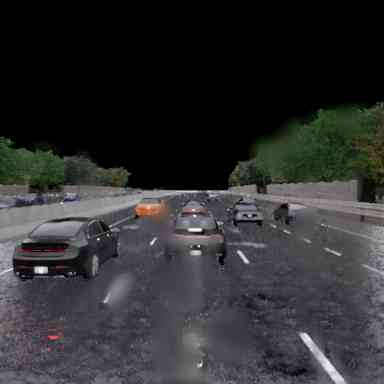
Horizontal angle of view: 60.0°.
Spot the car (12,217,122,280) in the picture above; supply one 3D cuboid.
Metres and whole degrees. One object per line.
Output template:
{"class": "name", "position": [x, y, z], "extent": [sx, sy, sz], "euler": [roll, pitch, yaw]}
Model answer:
{"class": "car", "position": [-3.392, 1.497, 9.896], "extent": [1.837, 1.490, 4.892], "euler": [0, 0, 0]}

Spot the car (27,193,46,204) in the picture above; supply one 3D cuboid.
{"class": "car", "position": [-24.512, 0.993, 51.441], "extent": [2.097, 1.767, 4.553], "euler": [0, 1, 0]}

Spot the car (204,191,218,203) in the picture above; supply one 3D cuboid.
{"class": "car", "position": [3.548, 1.083, 58.640], "extent": [1.812, 1.442, 4.674], "euler": [0, 1, 0]}

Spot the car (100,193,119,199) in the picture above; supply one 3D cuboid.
{"class": "car", "position": [-14.011, 1.082, 55.786], "extent": [2.128, 1.511, 4.902], "euler": [0, 1, 1]}

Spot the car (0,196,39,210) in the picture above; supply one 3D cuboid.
{"class": "car", "position": [-17.573, 1.389, 32.625], "extent": [2.033, 1.411, 5.357], "euler": [0, 1, 0]}

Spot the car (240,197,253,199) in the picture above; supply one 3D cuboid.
{"class": "car", "position": [7.129, 1.305, 43.171], "extent": [1.994, 1.385, 4.181], "euler": [0, 1, 0]}

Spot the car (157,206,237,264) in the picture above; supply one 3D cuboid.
{"class": "car", "position": [0.109, 1.479, 11.721], "extent": [2.128, 1.511, 4.902], "euler": [0, 0, 0]}

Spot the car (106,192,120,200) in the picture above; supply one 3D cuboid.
{"class": "car", "position": [-17.440, 0.858, 73.540], "extent": [1.812, 1.442, 4.674], "euler": [0, 1, 0]}

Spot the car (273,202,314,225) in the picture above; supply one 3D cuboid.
{"class": "car", "position": [7.058, 1.454, 23.385], "extent": [1.812, 1.442, 4.674], "euler": [0, 1, 1]}

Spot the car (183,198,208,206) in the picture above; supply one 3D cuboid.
{"class": "car", "position": [0.123, 1.439, 29.458], "extent": [1.994, 1.385, 4.181], "euler": [0, 1, 0]}

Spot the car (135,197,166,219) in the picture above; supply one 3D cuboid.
{"class": "car", "position": [-3.378, 1.240, 27.888], "extent": [2.097, 1.767, 4.553], "euler": [0, 0, 0]}

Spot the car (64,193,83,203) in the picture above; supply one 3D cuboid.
{"class": "car", "position": [-20.978, 1.024, 58.992], "extent": [1.882, 1.535, 5.008], "euler": [0, 1, 1]}

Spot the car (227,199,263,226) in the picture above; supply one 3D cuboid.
{"class": "car", "position": [3.517, 1.481, 22.686], "extent": [2.033, 1.411, 5.357], "euler": [0, 0, 0]}
